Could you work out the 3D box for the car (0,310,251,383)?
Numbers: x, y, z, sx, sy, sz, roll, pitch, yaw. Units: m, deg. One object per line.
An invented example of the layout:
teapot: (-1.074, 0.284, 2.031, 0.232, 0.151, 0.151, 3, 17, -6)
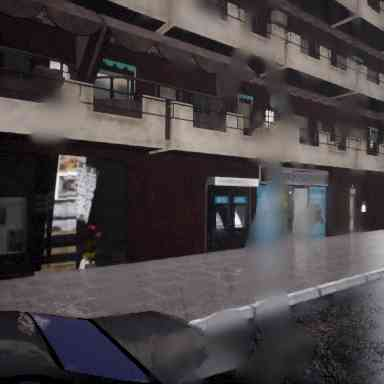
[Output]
car: (-1.986, 1.547, 1.649, 5.357, 1.411, 2.033, 0, 0, -36)
